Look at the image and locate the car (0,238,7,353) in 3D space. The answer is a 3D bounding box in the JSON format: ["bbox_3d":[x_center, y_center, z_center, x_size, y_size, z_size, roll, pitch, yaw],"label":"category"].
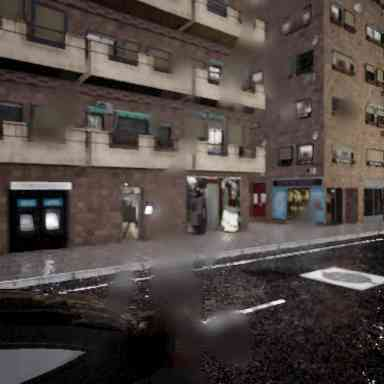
[{"bbox_3d":[-5.131,1.501,4.018,4.892,1.490,1.837,0,0,-35],"label":"car"}]

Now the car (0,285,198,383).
[{"bbox_3d":[-2.110,1.525,2.181,4.674,1.442,1.812,0,0,-35],"label":"car"}]
